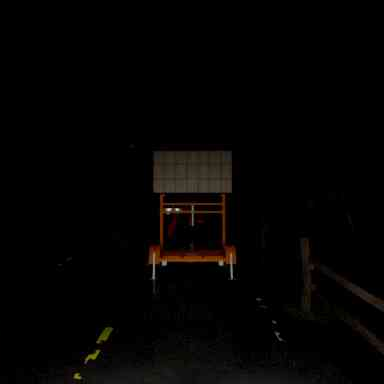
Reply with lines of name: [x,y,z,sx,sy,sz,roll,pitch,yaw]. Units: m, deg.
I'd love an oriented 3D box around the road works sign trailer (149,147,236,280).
road works sign trailer: [0.021,0.463,9.901,2.380,3.560,2.880,0,0,0]

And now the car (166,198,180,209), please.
car: [-2.647,1.601,47.293,2.033,1.411,5.357,0,0,0]
